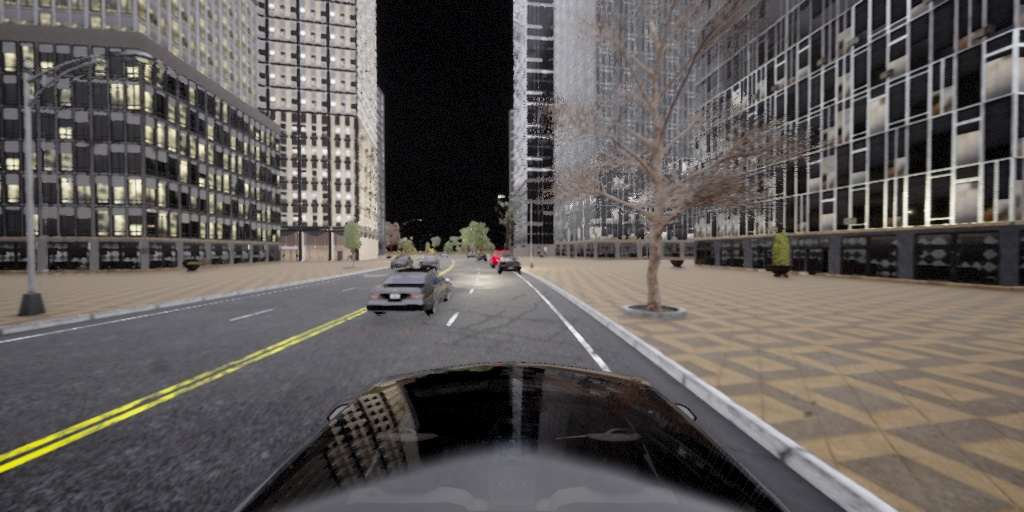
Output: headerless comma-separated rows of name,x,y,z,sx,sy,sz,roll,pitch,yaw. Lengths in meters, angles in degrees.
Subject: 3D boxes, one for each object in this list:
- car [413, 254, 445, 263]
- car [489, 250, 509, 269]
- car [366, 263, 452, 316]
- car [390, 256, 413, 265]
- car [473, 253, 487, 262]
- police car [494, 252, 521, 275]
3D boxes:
car,-8.359,0.787,36.662,2.033,1.411,5.357,0,1,-5
car,-1.277,0.369,41.869,2.150,2.045,5.566,0,1,-6
car,-3.360,1.139,12.596,2.033,1.411,5.357,0,1,-2
car,-11.862,0.721,38.937,1.837,1.490,4.892,0,0,-6
car,-5.484,0.320,64.898,1.837,1.490,4.892,0,1,-10
police car,-0.305,0.718,31.840,1.930,1.638,5.238,0,1,-5
